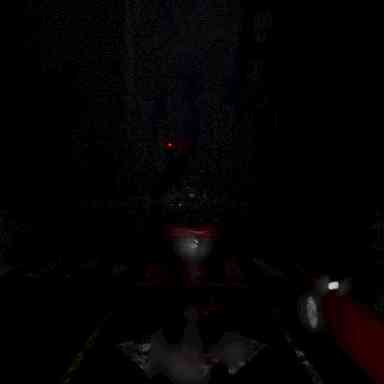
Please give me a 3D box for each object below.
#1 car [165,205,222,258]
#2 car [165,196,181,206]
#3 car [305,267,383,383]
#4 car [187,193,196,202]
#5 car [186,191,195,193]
[{"bbox_3d":[0.043,1.449,12.563,2.128,1.511,4.902,0,0,0],"label":"car"},{"bbox_3d":[-3.161,1.353,51.106,1.812,1.442,4.674,0,0,0],"label":"car"},{"bbox_3d":[2.741,1.532,3.864,1.887,1.381,4.507,-1,0,0],"label":"car"},{"bbox_3d":[-0.093,1.372,68.016,1.895,1.301,4.718,0,0,0],"label":"car"},{"bbox_3d":[-0.097,0.928,78.015,2.150,2.045,5.566,0,0,0],"label":"car"}]
